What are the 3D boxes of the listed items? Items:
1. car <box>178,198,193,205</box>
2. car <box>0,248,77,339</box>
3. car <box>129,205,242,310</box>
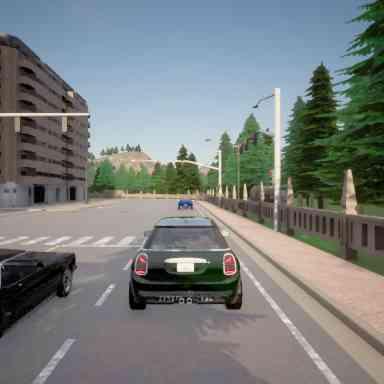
[{"bbox_3d":[-0.878,1.478,44.266,1.882,1.535,5.008,0,0,-1],"label":"car"},{"bbox_3d":[-3.545,1.601,5.618,1.895,1.301,4.718,0,0,-1],"label":"car"},{"bbox_3d":[-0.130,1.352,7.990,2.097,1.767,4.553,0,0,0],"label":"car"}]
